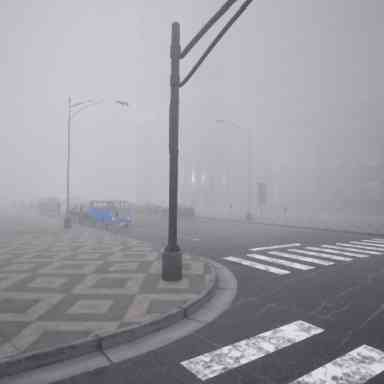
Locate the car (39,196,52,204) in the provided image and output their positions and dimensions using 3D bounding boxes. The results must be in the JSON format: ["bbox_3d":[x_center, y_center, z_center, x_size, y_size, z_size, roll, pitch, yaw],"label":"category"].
[{"bbox_3d":[-33.387,1.819,75.770,1.967,1.590,4.097,1,-1,-35],"label":"car"}]

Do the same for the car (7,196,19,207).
[{"bbox_3d":[-27.608,1.693,52.807,2.008,1.369,4.403,1,-1,-35],"label":"car"}]

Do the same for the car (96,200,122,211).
[{"bbox_3d":[-11.150,1.754,44.331,1.752,1.417,4.829,1,-1,-35],"label":"car"}]

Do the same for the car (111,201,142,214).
[{"bbox_3d":[-7.861,1.752,39.681,1.887,1.381,4.507,1,-1,-35],"label":"car"}]

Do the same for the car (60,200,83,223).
[{"bbox_3d":[-8.475,1.559,25.737,1.887,1.381,4.507,1,-1,-35],"label":"car"}]

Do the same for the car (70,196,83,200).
[{"bbox_3d":[-17.434,1.816,53.214,1.887,1.381,4.507,1,-1,-35],"label":"car"}]

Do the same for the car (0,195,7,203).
[{"bbox_3d":[-43.550,1.565,75.368,2.192,1.841,5.009,1,-1,-35],"label":"car"}]

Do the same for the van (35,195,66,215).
[{"bbox_3d":[-14.850,1.397,34.762,1.690,1.788,3.998,1,-1,-35],"label":"van"}]

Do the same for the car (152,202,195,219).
[{"bbox_3d":[-1.479,1.710,30.660,1.887,1.381,4.507,1,-1,-35],"label":"car"}]

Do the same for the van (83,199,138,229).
[{"bbox_3d":[-5.284,1.336,21.227,1.690,1.788,3.998,1,-1,-35],"label":"van"}]

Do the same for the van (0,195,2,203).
[{"bbox_3d":[-46.739,1.613,79.880,1.690,1.788,3.998,1,-1,-35],"label":"van"}]

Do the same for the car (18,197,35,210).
[{"bbox_3d":[-21.230,1.681,43.783,1.802,1.307,4.206,1,-1,-35],"label":"car"}]

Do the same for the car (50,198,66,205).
[{"bbox_3d":[-27.006,1.886,66.747,2.008,1.369,4.403,1,-1,-35],"label":"car"}]

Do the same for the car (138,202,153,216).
[{"bbox_3d":[-4.670,1.731,35.170,1.887,1.381,4.507,1,-1,-35],"label":"car"}]

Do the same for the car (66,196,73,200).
[{"bbox_3d":[-20.622,1.607,57.727,2.192,1.841,5.009,1,-1,-35],"label":"car"}]

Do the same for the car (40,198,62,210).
[{"bbox_3d":[-19.741,1.658,46.485,1.837,1.490,4.892,1,-1,-35],"label":"car"}]

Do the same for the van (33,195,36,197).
[{"bbox_3d":[-36.577,1.741,80.281,1.690,1.788,3.998,1,-1,-35],"label":"van"}]

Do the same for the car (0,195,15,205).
[{"bbox_3d":[-37.076,1.731,66.204,1.752,1.417,4.829,1,-1,-35],"label":"car"}]

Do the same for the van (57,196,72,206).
[{"bbox_3d":[-23.813,1.655,62.238,1.690,1.788,3.998,1,-1,-35],"label":"van"}]
